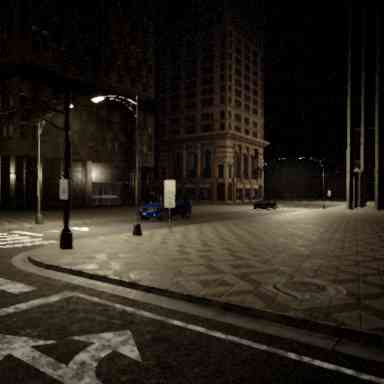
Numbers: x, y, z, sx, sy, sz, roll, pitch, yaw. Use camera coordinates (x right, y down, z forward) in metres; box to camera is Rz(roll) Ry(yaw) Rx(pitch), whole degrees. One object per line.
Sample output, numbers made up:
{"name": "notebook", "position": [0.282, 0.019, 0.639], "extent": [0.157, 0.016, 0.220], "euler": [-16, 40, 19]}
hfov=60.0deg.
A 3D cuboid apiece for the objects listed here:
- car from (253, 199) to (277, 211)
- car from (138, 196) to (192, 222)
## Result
{"name": "car", "position": [10.310, 1.797, 46.768], "extent": [1.882, 1.535, 5.008], "euler": [1, 0, 36]}
{"name": "car", "position": [-2.231, 1.419, 29.124], "extent": [2.150, 2.045, 5.566], "euler": [1, 0, 36]}
